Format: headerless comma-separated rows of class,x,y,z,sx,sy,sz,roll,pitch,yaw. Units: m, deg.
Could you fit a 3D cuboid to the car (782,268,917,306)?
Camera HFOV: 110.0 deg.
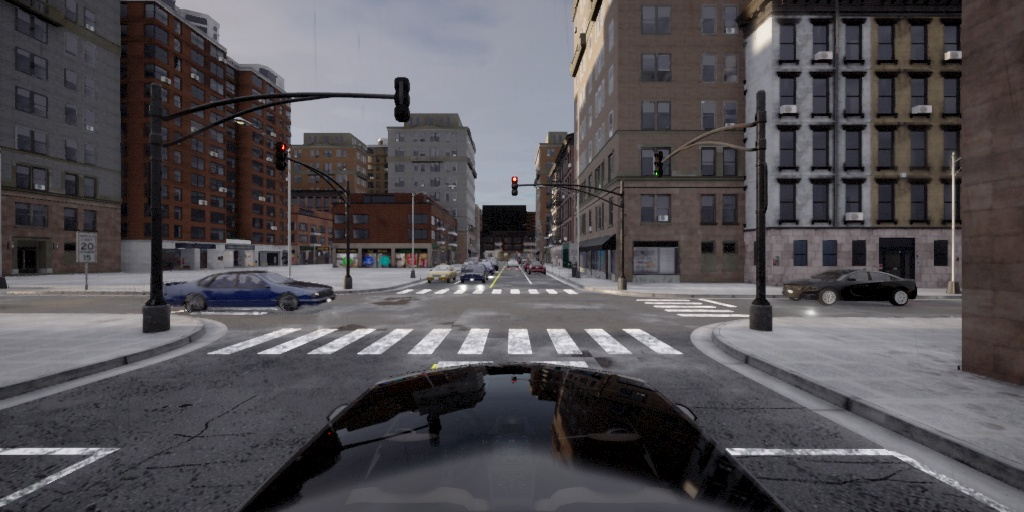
car,14.777,1.310,15.858,5.008,1.535,1.882,0,0,-1

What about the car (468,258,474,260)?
car,-5.373,1.302,45.057,2.007,1.370,4.403,0,0,0

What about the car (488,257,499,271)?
car,-2.818,1.230,48.694,1.882,1.535,5.008,0,0,0

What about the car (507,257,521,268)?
car,0.124,1.279,61.892,1.812,1.442,4.674,0,0,0

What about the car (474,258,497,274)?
car,-2.839,1.277,38.204,1.812,1.442,4.674,0,0,0

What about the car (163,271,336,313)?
car,-9.531,1.258,13.185,5.357,1.411,2.033,0,0,-6

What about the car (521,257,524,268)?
car,2.652,1.066,45.054,2.192,1.841,5.009,0,0,0

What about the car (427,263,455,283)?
car,-5.379,1.276,27.901,1.751,1.417,4.829,0,0,0

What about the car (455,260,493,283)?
car,-2.840,1.298,28.153,2.033,1.411,5.357,0,0,0

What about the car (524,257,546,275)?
car,2.650,1.191,39.391,1.967,1.591,4.097,0,0,0
